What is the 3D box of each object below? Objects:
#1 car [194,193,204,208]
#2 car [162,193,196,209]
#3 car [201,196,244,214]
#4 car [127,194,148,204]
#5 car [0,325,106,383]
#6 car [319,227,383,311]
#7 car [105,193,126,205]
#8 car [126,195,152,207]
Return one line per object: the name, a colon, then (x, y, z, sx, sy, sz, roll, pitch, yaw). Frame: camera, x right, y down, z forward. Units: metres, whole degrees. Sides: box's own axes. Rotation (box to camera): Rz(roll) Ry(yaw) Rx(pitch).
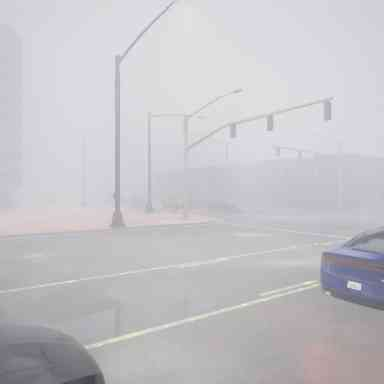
car: (-0.258, 1.221, 48.043, 2.150, 2.045, 5.566, 0, 0, -35)
car: (-2.035, 1.352, 44.192, 2.097, 1.767, 4.553, 0, 0, -35)
car: (3.561, 1.491, 36.352, 2.128, 1.511, 4.902, 0, 0, -36)
car: (-10.227, 1.353, 62.035, 2.097, 1.767, 4.553, 0, 0, -36)
car: (-2.881, 1.505, 1.699, 4.892, 1.490, 1.837, 0, 0, -35)
car: (4.851, 1.478, 7.208, 5.008, 1.535, 1.882, 0, 0, -35)
car: (-14.033, 1.221, 61.100, 2.150, 2.045, 5.566, 0, 0, -37)
car: (-8.021, 1.491, 52.593, 2.128, 1.511, 4.902, 0, 0, -35)
